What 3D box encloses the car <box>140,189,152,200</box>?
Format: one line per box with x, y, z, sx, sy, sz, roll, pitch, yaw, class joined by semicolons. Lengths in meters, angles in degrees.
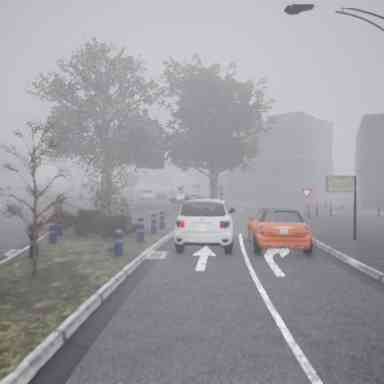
-9.000;0.374;65.630;2.150;2.045;5.566;0;4;-10;car

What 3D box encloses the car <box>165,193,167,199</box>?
-1.301;1.184;52.411;4.674;1.442;1.812;1;1;26;car

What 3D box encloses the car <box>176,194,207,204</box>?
-0.050;1.132;55.141;4.892;1.490;1.837;1;1;26;car

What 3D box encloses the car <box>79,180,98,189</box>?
-28.125;-1.600;89.762;4.792;1.488;2.163;-3;6;-34;car

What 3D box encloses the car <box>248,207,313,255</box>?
3.494;1.416;13.886;2.097;1.767;4.553;0;0;6;car

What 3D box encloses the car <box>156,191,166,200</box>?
-6.087;0.627;66.409;2.128;1.511;4.902;0;4;-10;car

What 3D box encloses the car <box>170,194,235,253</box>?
0.629;1.276;14.150;2.150;2.045;5.566;0;0;6;car
